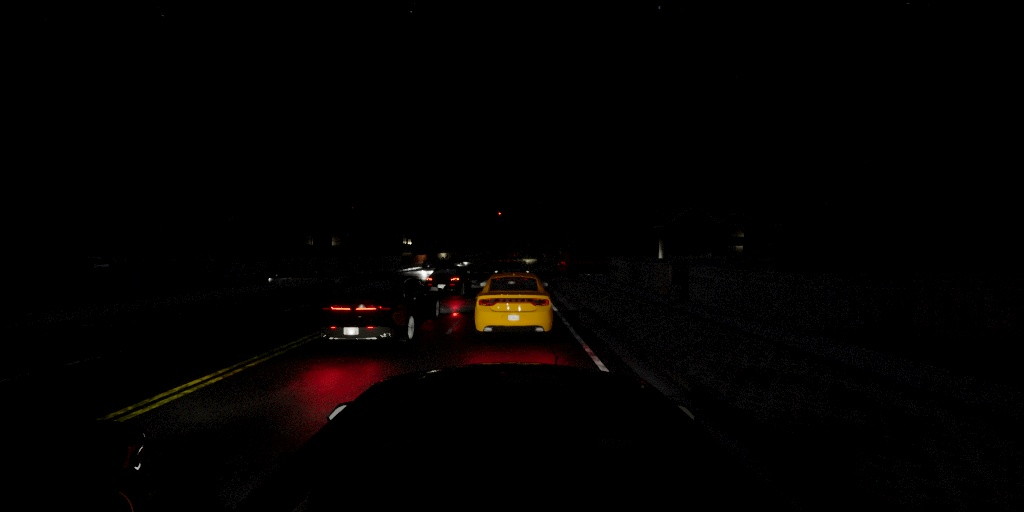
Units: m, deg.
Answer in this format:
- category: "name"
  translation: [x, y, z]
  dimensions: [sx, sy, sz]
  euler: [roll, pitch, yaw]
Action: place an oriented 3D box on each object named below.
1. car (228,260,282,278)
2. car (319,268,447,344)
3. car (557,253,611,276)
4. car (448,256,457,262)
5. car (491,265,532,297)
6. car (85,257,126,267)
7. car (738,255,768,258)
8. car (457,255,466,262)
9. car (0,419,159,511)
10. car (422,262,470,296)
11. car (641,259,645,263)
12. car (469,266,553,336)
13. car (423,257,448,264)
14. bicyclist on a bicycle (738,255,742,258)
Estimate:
- category: "car"
  translation: [-22.627, 1.115, 31.126]
  dimensions: [4.553, 1.767, 2.097]
  euler: [0, 1, 2]
- category: "car"
  translation: [-3.194, 1.239, 9.557]
  dimensions: [1.837, 1.490, 4.892]
  euler: [0, 0, 0]
- category: "car"
  translation: [6.750, 0.767, 31.341]
  dimensions: [5.566, 2.045, 2.150]
  euler: [-1, 1, -2]
- category: "car"
  translation: [-9.963, 0.905, 54.306]
  dimensions: [1.994, 1.385, 4.181]
  euler: [0, 1, 0]
- category: "car"
  translation: [-0.002, 1.247, 19.332]
  dimensions: [1.994, 1.385, 4.181]
  euler: [0, 0, 1]
- category: "car"
  translation: [-36.576, 1.076, 31.893]
  dimensions: [5.566, 2.045, 2.150]
  euler: [-1, 1, 5]
- category: "car"
  translation: [22.751, 0.735, 34.760]
  dimensions: [4.553, 1.767, 2.097]
  euler: [0, 1, -2]
- category: "car"
  translation: [-9.949, 0.656, 63.912]
  dimensions: [1.882, 1.535, 5.008]
  euler: [0, 1, 0]
- category: "car"
  translation: [-3.148, 1.228, 0.147]
  dimensions: [1.882, 1.535, 5.008]
  euler: [0, 0, 0]
- category: "car"
  translation: [-3.257, 1.212, 18.866]
  dimensions: [1.812, 1.442, 4.674]
  euler: [0, 0, 1]
- category: "car"
  translation: [12.776, 1.011, 34.495]
  dimensions: [5.357, 1.411, 2.033]
  euler: [-1, 1, -6]
- category: "car"
  translation: [0.058, 1.209, 10.443]
  dimensions: [1.882, 1.535, 5.008]
  euler: [0, 0, 0]
- category: "car"
  translation: [-9.942, 0.932, 45.122]
  dimensions: [2.128, 1.511, 4.902]
  euler: [0, 1, 0]
- category: "bicyclist on a bicycle"
  translation: [18.391, 0.782, 28.771]
  dimensions: [0.582, 1.620, 1.656]
  euler: [0, 0, -2]
